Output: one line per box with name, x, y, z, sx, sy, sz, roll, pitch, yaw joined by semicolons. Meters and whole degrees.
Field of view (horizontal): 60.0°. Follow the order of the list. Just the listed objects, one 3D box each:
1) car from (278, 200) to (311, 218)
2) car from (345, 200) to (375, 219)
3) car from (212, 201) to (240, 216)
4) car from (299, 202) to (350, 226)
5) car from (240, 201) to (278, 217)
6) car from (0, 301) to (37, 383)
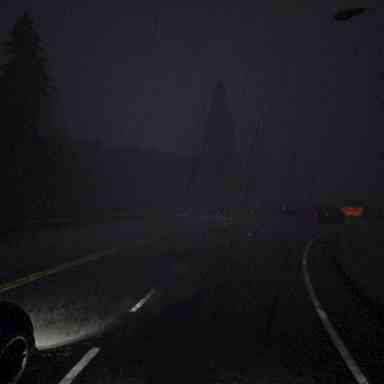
car;9.987;1.471;30.139;2.097;1.767;4.553;0;0;41
car;15.537;1.502;31.155;2.097;1.767;4.553;0;0;42
car;4.397;1.646;34.692;2.033;1.411;5.357;0;0;42
car;9.881;1.670;24.624;1.994;1.385;4.181;0;0;40
car;7.254;1.602;32.641;2.128;1.511;4.902;0;0;42
car;-3.059;1.553;2.551;1.994;1.385;4.181;0;0;4
